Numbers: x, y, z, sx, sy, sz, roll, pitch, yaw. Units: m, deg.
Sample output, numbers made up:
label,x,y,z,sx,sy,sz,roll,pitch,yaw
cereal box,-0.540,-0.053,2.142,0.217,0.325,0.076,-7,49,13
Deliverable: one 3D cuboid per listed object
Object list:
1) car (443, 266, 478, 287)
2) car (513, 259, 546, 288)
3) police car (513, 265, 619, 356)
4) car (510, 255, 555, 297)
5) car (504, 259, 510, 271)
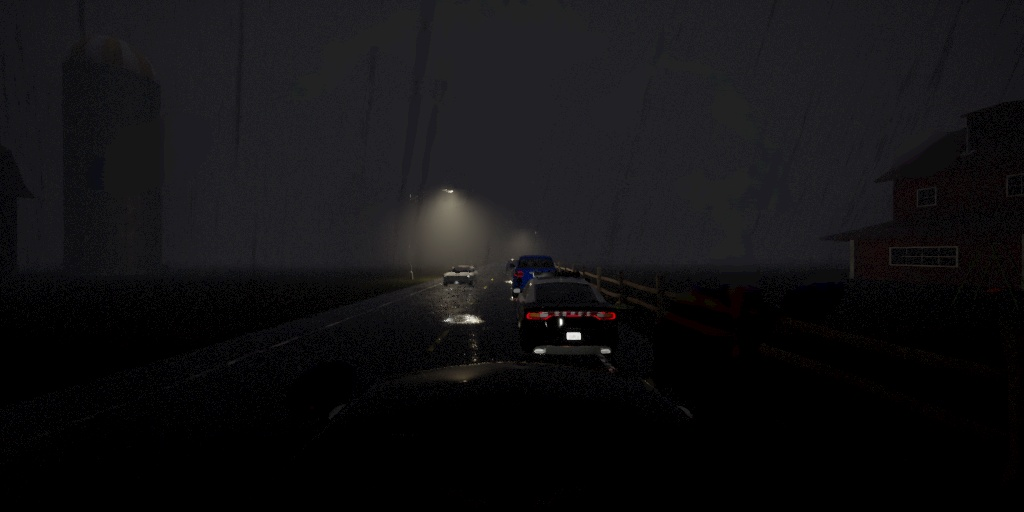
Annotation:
label,x,y,z,sx,sy,sz,roll,pitch,yaw
car,-3.444,1.358,24.593,1.895,1.301,4.718,0,0,0
car,1.105,1.109,24.617,2.097,1.767,4.553,0,0,0
police car,1.070,1.175,8.755,1.930,1.638,5.238,0,0,0
car,1.092,0.978,18.677,2.150,2.045,5.566,0,0,0
car,0.165,1.271,50.370,1.882,1.535,5.008,0,0,1
